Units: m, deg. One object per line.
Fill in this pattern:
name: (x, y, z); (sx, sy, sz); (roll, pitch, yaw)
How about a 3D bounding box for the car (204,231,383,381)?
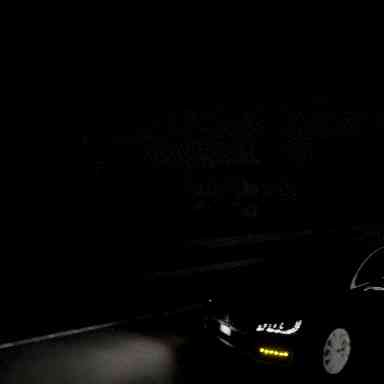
car: (2.475, 1.460, 5.441); (4.892, 1.490, 1.837); (0, 1, -32)
